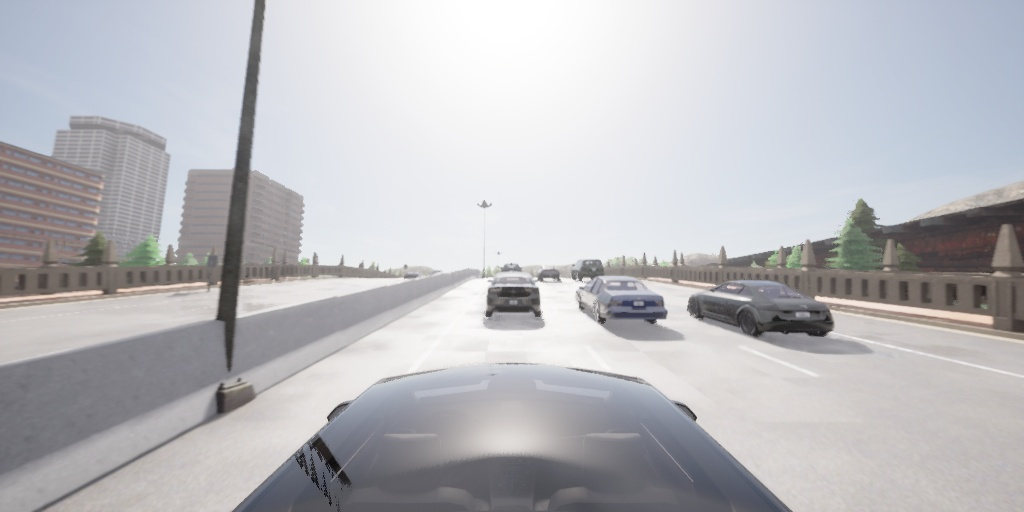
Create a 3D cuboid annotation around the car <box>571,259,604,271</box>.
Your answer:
[{"bbox_3d":[6.944,1.309,33.276,2.150,2.045,5.566,0,-1,-1],"label":"car"}]

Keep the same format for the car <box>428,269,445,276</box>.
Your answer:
[{"bbox_3d":[-10.741,2.685,51.860,1.837,1.490,4.892,0,-6,0],"label":"car"}]

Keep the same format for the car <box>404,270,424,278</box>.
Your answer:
[{"bbox_3d":[-14.240,2.784,52.350,1.994,1.385,4.181,0,-6,0],"label":"car"}]

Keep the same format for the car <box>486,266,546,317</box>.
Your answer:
[{"bbox_3d":[0.042,1.343,13.899,1.882,1.535,5.008,0,0,0],"label":"car"}]

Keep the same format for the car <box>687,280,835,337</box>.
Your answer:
[{"bbox_3d":[7.055,1.417,10.710,1.994,1.385,4.181,0,-1,0],"label":"car"}]

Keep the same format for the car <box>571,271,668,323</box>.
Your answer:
[{"bbox_3d":[3.547,1.409,12.587,2.033,1.411,5.357,0,-1,0],"label":"car"}]

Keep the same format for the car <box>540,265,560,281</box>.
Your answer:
[{"bbox_3d":[3.450,1.598,34.438,2.128,1.511,4.902,0,-1,0],"label":"car"}]

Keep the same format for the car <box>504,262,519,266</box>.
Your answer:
[{"bbox_3d":[-0.048,1.446,34.285,2.097,1.767,4.553,0,-2,0],"label":"car"}]
